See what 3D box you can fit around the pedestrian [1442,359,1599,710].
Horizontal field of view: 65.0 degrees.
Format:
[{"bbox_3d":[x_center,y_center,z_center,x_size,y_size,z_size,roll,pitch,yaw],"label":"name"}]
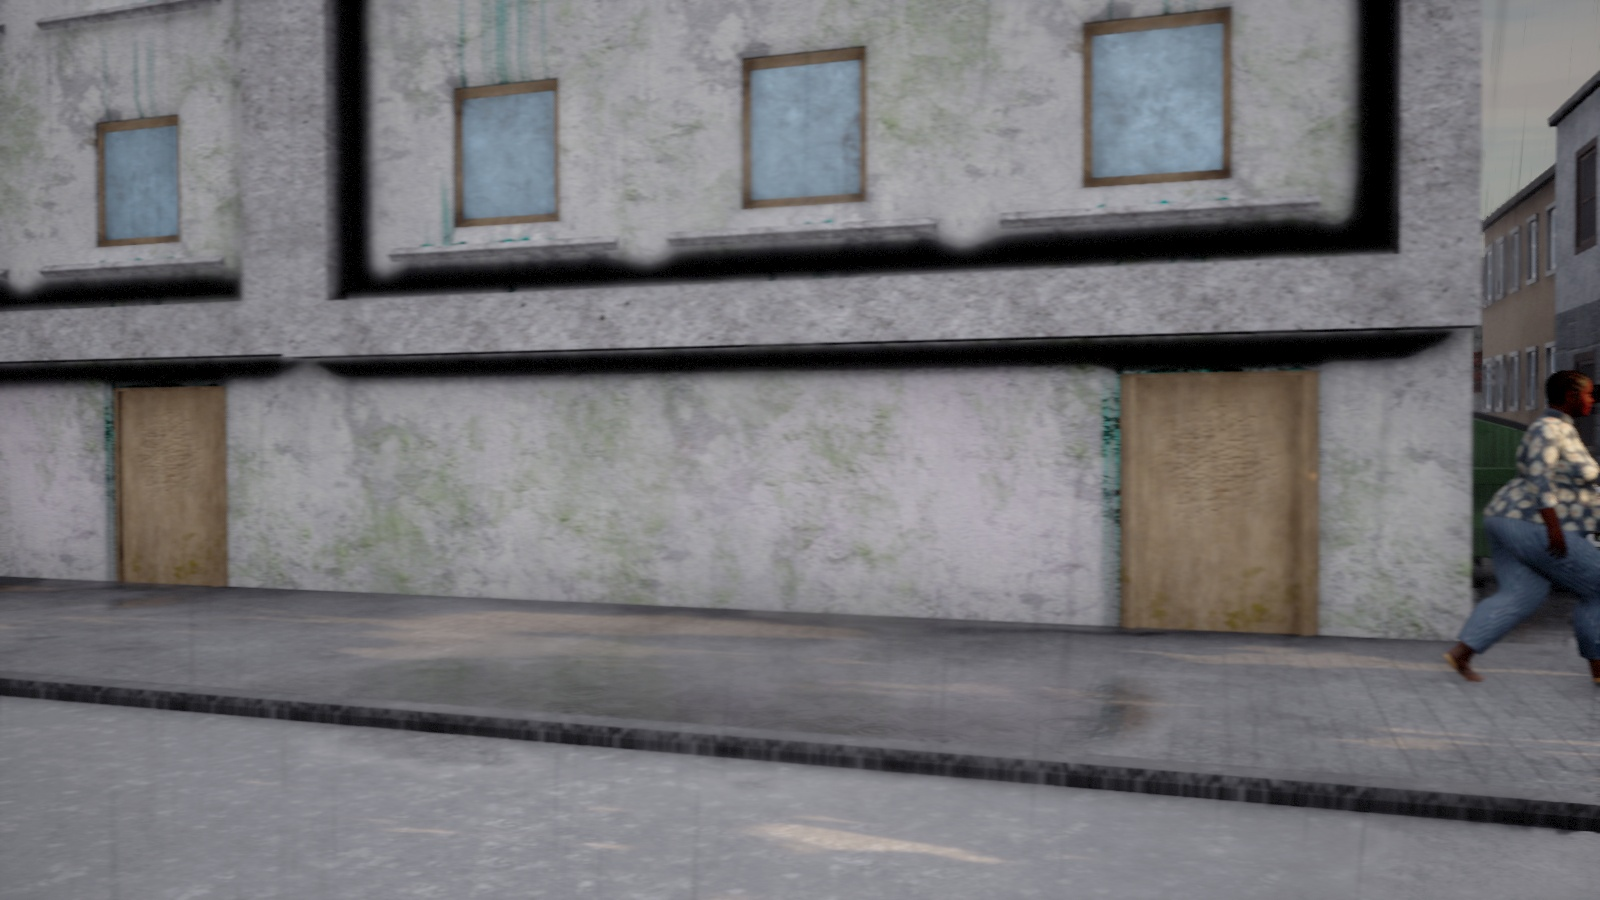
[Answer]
[{"bbox_3d":[4.183,0.438,7.123,0.900,1.855,0.874,1,1,24],"label":"pedestrian"}]
